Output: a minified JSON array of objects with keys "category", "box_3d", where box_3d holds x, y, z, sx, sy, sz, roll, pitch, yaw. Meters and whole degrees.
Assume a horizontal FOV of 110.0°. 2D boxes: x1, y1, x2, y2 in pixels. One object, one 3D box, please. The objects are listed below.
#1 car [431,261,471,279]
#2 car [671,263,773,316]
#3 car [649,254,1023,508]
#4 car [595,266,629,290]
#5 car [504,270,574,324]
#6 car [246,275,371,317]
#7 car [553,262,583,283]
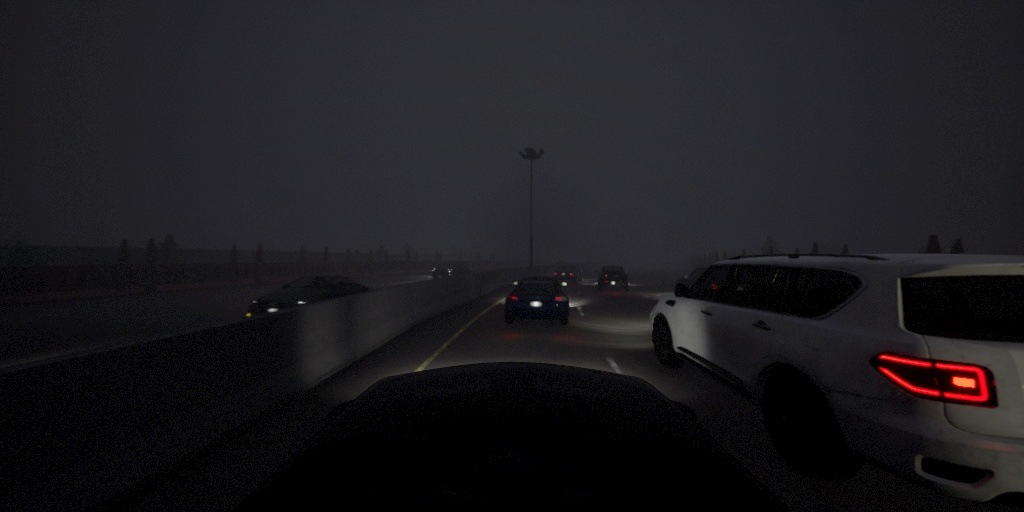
[{"category":"car","box_3d":[-5.488,1.216,32.756,2.097,1.767,4.553,0,0,18]},{"category":"car","box_3d":[8.325,1.205,14.797,2.097,1.767,4.553,0,0,8]},{"category":"car","box_3d":[3.756,1.006,4.865,2.150,2.045,5.566,0,0,2]},{"category":"car","box_3d":[6.701,1.392,24.024,1.837,1.490,4.892,0,0,14]},{"category":"car","box_3d":[0.928,1.367,12.320,1.994,1.385,4.181,0,0,7]},{"category":"car","box_3d":[-6.365,1.327,11.827,1.994,1.385,4.181,0,0,6]},{"category":"car","box_3d":[4.717,1.451,29.872,2.033,1.411,5.357,0,0,18]}]
